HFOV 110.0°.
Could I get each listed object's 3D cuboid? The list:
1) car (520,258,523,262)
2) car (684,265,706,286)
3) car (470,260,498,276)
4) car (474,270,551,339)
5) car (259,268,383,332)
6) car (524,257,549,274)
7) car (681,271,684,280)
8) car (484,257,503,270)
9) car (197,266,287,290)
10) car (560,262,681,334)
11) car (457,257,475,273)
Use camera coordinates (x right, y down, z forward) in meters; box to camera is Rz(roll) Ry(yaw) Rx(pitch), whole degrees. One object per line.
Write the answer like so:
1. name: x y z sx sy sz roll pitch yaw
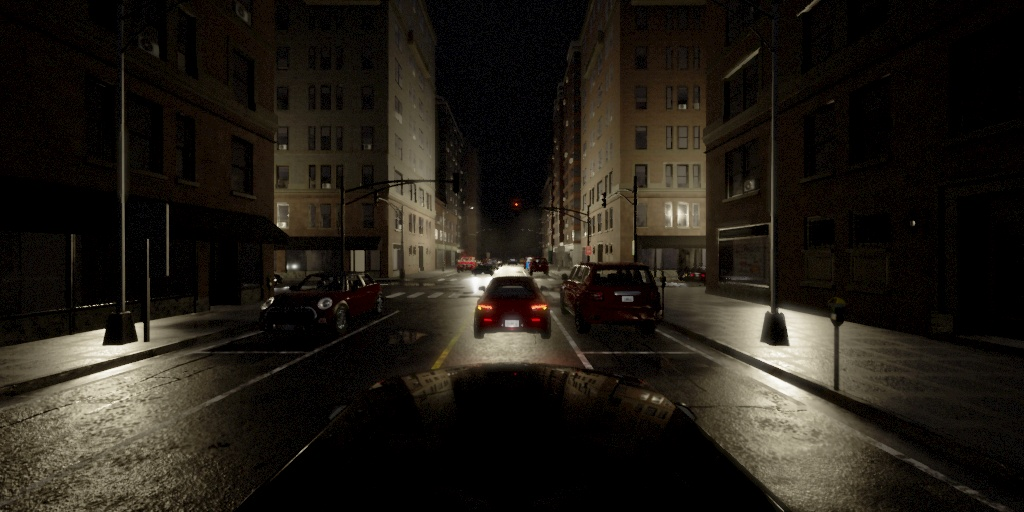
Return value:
1. car: 2.786 1.060 54.159 2.192 1.841 5.009 0 0 0
2. car: 14.132 1.255 22.596 5.357 1.411 2.033 0 0 -3
3. car: -2.785 1.348 36.496 1.895 1.301 4.718 0 0 0
4. car: 0.022 1.275 9.947 1.812 1.442 4.674 0 0 1
5. car: -5.373 1.189 10.606 1.967 1.591 4.097 0 0 0
6. car: 2.767 1.062 37.647 2.192 1.841 5.009 0 0 0
7. car: 14.290 1.270 25.666 4.181 1.385 1.994 0 0 0
8. car: -2.757 1.293 50.560 2.033 1.411 5.357 0 0 0
9. car: -17.076 1.361 22.846 4.181 1.385 1.994 0 0 0
10. car: 2.652 1.064 10.591 2.192 1.841 5.009 0 0 0
11. car: -5.341 1.062 43.166 2.192 1.841 5.009 0 0 0
